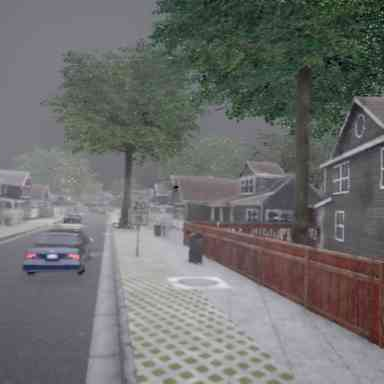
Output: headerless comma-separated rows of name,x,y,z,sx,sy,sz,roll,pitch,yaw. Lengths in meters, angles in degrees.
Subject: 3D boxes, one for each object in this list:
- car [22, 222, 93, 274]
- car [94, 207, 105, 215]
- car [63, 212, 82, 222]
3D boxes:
car,-4.775,2.075,12.344,2.033,1.411,5.357,3,-3,-14
car,-24.213,5.343,88.268,1.895,1.301,4.718,3,-3,-21
car,-15.105,3.301,42.305,1.994,1.385,4.181,3,-3,-14
